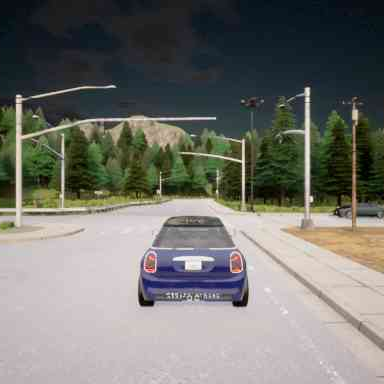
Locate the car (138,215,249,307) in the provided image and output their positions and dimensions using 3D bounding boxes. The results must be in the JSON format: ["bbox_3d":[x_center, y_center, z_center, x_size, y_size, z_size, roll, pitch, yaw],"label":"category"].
[{"bbox_3d":[0.042,1.349,8.150,2.097,1.767,4.553,0,0,0],"label":"car"}]

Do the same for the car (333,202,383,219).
[{"bbox_3d":[14.515,1.591,28.770,4.181,1.385,1.994,0,0,1],"label":"car"}]
